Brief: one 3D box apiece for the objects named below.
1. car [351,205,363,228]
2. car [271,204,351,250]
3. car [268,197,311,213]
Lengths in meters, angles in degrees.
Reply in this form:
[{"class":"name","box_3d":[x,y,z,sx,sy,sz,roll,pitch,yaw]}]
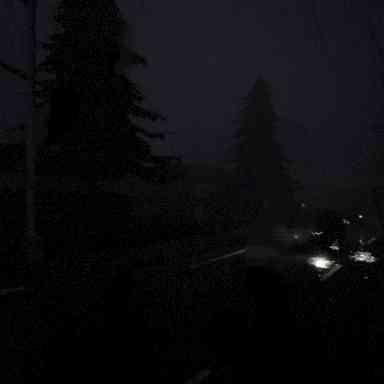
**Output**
[{"class":"car","box_3d":[10.346,1.557,22.342,1.895,1.301,4.718,0,0,23]},{"class":"car","box_3d":[5.366,1.470,14.519,1.837,1.490,4.892,0,0,35]},{"class":"car","box_3d":[9.749,1.282,32.622,2.097,1.767,4.553,0,0,-39]}]
